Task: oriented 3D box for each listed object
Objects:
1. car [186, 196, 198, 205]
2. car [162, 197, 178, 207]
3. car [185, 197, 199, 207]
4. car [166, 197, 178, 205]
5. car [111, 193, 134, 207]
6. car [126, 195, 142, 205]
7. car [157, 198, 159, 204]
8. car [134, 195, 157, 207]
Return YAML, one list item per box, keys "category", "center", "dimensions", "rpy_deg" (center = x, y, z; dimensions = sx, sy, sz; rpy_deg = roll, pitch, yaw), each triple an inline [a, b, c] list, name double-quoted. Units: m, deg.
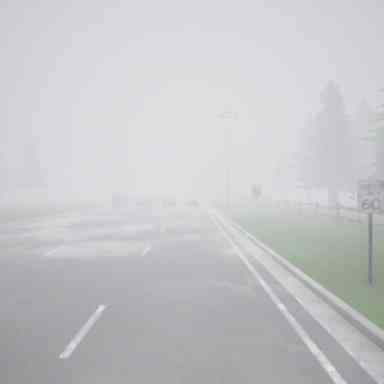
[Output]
- category: "car"
  center: [0.013, 1.553, 60.101]
  dimensions: [2.033, 1.411, 5.357]
  rpy_deg: [0, 0, 0]
- category: "car"
  center: [-3.493, 1.506, 49.939]
  dimensions: [1.837, 1.490, 4.892]
  rpy_deg: [0, 0, 0]
- category: "car"
  center: [0.007, 1.565, 50.211]
  dimensions: [1.994, 1.385, 4.181]
  rpy_deg: [0, 0, 0]
- category: "car"
  center: [-3.488, 1.607, 60.031]
  dimensions: [1.895, 1.301, 4.718]
  rpy_deg: [0, 0, 0]
- category: "car"
  center: [-10.494, 1.223, 49.857]
  dimensions: [2.150, 2.045, 5.566]
  rpy_deg: [0, 0, 0]
- category: "car"
  center: [-10.486, 1.360, 60.242]
  dimensions: [2.097, 1.767, 4.553]
  rpy_deg: [0, 0, 0]
- category: "car"
  center: [-6.989, 1.510, 59.715]
  dimensions: [1.837, 1.490, 4.892]
  rpy_deg: [0, 0, 0]
- category: "car"
  center: [-6.993, 1.353, 50.140]
  dimensions: [2.097, 1.767, 4.553]
  rpy_deg: [0, 0, 0]
